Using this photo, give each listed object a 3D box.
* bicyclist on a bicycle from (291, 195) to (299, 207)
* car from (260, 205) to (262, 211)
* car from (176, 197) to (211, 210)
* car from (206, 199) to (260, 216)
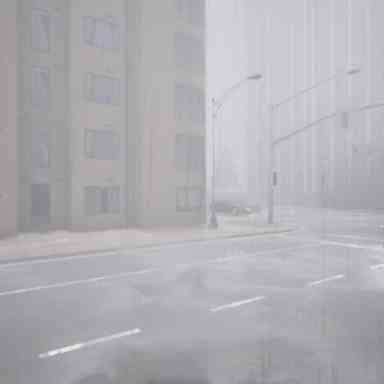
[{"bbox_3d":[13.935,1.230,44.810,1.656,1.620,0.582,0,0,-35],"label":"bicyclist on a bicycle"},{"bbox_3d":[5.451,1.478,36.063,1.812,1.442,4.674,0,0,-35],"label":"car"},{"bbox_3d":[0.165,1.443,43.641,2.128,1.511,4.902,0,0,-35],"label":"car"},{"bbox_3d":[3.801,1.450,32.275,2.128,1.511,4.902,0,0,-35],"label":"car"}]
